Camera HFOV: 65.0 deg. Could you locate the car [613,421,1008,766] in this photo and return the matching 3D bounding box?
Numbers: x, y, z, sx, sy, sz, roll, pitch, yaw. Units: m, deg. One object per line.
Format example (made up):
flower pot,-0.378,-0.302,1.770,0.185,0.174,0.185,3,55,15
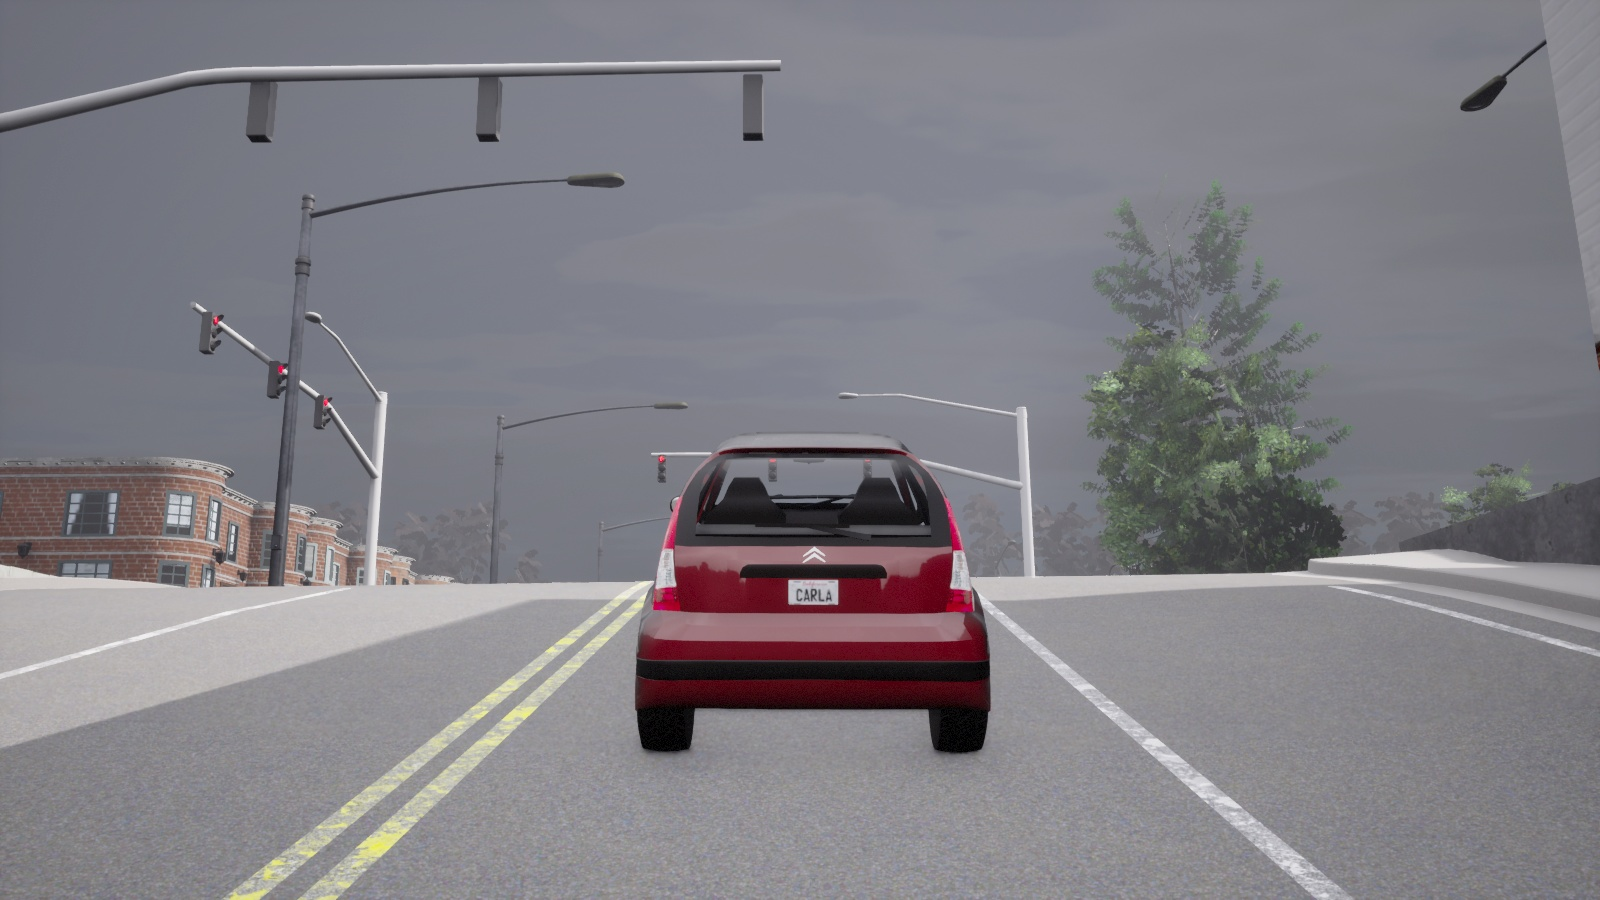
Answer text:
car,0.051,0.677,7.902,1.851,1.617,3.988,0,0,0
